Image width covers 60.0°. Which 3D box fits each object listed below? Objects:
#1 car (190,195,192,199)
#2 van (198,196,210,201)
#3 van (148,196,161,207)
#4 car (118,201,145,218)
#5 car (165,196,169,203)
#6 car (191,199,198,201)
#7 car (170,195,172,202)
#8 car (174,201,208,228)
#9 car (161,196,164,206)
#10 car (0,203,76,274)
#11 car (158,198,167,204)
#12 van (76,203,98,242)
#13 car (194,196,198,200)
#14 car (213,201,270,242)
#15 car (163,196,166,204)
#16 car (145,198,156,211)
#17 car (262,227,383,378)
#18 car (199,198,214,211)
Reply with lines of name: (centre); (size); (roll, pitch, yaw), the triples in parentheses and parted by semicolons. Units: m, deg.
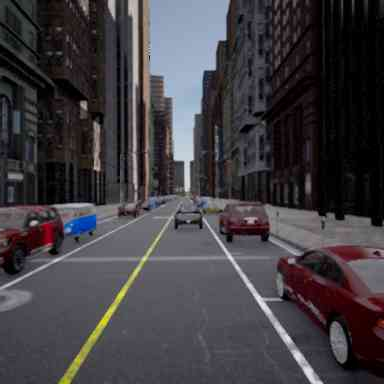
car: (1.331, 1.886, 90.146); (2.192, 1.841, 5.009); (-1, 0, -1)
van: (2.064, 1.608, 45.062); (1.690, 1.788, 3.998); (-1, 0, -1)
van: (-6.643, 1.738, 56.183); (1.690, 1.788, 3.998); (-1, 0, -1)
car: (-6.274, 1.791, 33.638); (1.887, 1.381, 4.507); (-1, 0, -1)
car: (-6.918, 1.826, 73.090); (2.192, 1.841, 5.009); (-1, 0, -1)
car: (-0.511, 1.848, 39.605); (1.895, 1.301, 4.718); (0, 0, -1)
car: (-7.191, 2.065, 89.997); (1.967, 1.590, 4.097); (-1, 0, -1)
car: (-0.246, 1.632, 22.993); (2.128, 1.511, 4.902); (0, 0, -1)
car: (-6.732, 2.001, 61.817); (1.947, 1.339, 4.313); (-1, 0, -1)
car: (-5.910, 1.419, 11.096); (2.192, 1.841, 5.009); (-1, 0, -1)
car: (-7.007, 2.094, 78.725); (1.887, 1.381, 4.507); (-1, 0, -1)
van: (-6.001, 1.479, 16.731); (1.690, 1.788, 3.998); (-1, 0, -1)
car: (1.882, 1.783, 56.333); (1.967, 1.590, 4.097); (-1, 0, -1)
car: (2.522, 1.399, 16.885); (2.192, 1.841, 5.009); (-1, 0, -1)
car: (-6.824, 2.039, 67.453); (1.947, 1.339, 4.313); (-1, 0, -1)
car: (-6.458, 1.887, 44.909); (1.947, 1.339, 4.313); (-1, 0, -1)
car: (2.707, 1.561, 5.613); (1.887, 1.381, 4.507); (-1, 0, -1)
car: (2.154, 1.755, 39.596); (1.752, 1.417, 4.829); (-1, 0, -1)
